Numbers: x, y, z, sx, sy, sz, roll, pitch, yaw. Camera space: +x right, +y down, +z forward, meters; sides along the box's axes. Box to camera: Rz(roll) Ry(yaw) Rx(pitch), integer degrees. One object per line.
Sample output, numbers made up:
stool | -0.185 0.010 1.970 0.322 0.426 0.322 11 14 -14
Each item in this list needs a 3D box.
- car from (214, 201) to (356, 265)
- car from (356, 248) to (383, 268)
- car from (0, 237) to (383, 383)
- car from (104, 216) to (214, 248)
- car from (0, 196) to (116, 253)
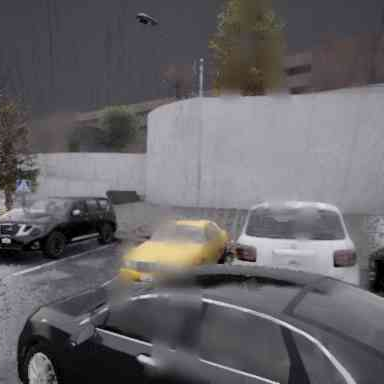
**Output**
car | 2.326 1.235 7.859 2.435 2.045 5.566 0 -1 15
car | 4.766 1.517 6.115 2.163 1.488 4.792 0 -1 15
car | 0.219 1.504 3.222 4.892 1.490 1.837 0 0 35
car | -0.174 1.474 9.396 1.946 1.575 5.366 1 0 15
car | -5.015 1.201 13.032 2.435 2.045 5.566 1 0 16
